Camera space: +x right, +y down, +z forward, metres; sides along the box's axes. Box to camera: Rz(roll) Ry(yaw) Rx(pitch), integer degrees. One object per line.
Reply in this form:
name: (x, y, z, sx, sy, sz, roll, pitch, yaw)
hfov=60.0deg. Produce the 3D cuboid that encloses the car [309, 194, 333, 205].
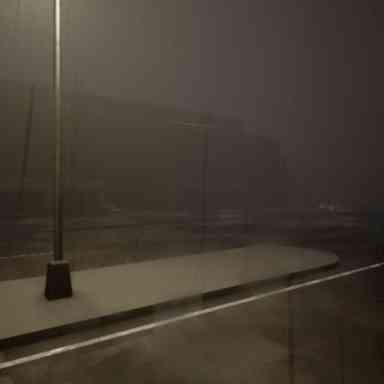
car: (20.882, 1.156, 54.084, 2.097, 1.767, 4.553, 0, 0, -7)
